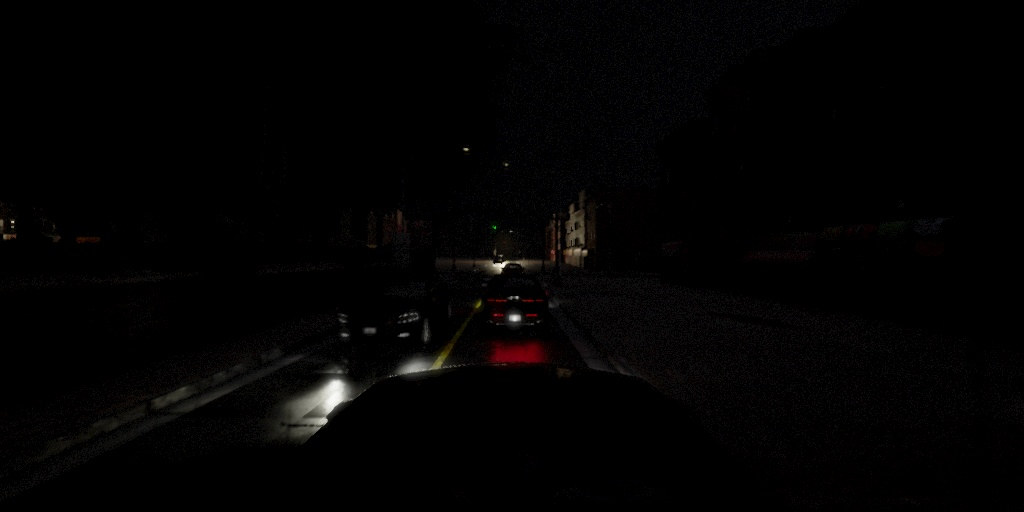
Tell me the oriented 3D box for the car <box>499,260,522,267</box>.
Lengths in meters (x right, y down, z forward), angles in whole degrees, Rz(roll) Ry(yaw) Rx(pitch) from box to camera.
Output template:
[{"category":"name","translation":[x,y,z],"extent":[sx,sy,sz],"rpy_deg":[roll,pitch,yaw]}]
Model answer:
[{"category":"car","translation":[0.079,1.298,28.368],"extent":[1.812,1.442,4.674],"rpy_deg":[0,0,0]}]

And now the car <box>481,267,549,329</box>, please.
[{"category":"car","translation":[0.076,1.264,11.233],"extent":[1.837,1.490,4.892],"rpy_deg":[0,0,0]}]

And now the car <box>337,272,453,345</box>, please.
[{"category":"car","translation":[-2.847,1.234,9.704],"extent":[1.882,1.535,5.008],"rpy_deg":[0,0,0]}]
